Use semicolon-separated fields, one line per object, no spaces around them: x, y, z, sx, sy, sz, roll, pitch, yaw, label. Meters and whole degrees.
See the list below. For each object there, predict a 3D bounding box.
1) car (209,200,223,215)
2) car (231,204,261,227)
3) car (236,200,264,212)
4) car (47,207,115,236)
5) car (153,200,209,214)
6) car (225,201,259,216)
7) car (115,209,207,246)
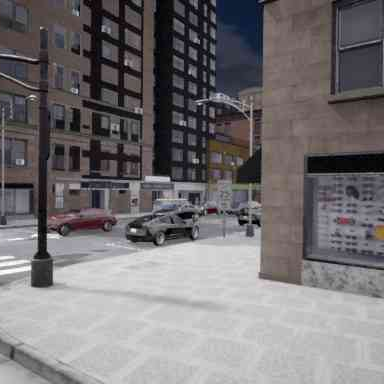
1.329;1.645;34.821;1.967;1.590;4.097;0;0;36;car
5.040;1.850;25.381;1.947;1.339;4.313;0;0;36;car
7.646;1.823;43.608;1.752;1.417;4.829;0;0;36;car
-6.521;1.634;19.493;1.812;1.442;4.674;1;0;37;car
-1.061;1.673;27.089;2.128;1.511;4.902;1;0;35;car
5.034;1.813;35.555;2.033;1.411;5.357;1;0;36;car
-1.378;1.764;16.456;1.947;1.339;4.313;0;0;36;car
